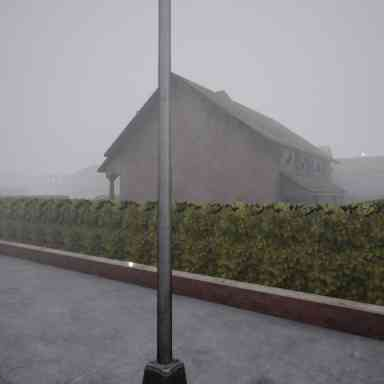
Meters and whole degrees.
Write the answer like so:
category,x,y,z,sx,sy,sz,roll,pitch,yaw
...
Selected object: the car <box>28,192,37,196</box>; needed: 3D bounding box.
category,x,y,z,sx,sy,sz,roll,pitch,yaw
car,-33.519,0.973,70.191,3.866,1.878,1.905,0,0,36
